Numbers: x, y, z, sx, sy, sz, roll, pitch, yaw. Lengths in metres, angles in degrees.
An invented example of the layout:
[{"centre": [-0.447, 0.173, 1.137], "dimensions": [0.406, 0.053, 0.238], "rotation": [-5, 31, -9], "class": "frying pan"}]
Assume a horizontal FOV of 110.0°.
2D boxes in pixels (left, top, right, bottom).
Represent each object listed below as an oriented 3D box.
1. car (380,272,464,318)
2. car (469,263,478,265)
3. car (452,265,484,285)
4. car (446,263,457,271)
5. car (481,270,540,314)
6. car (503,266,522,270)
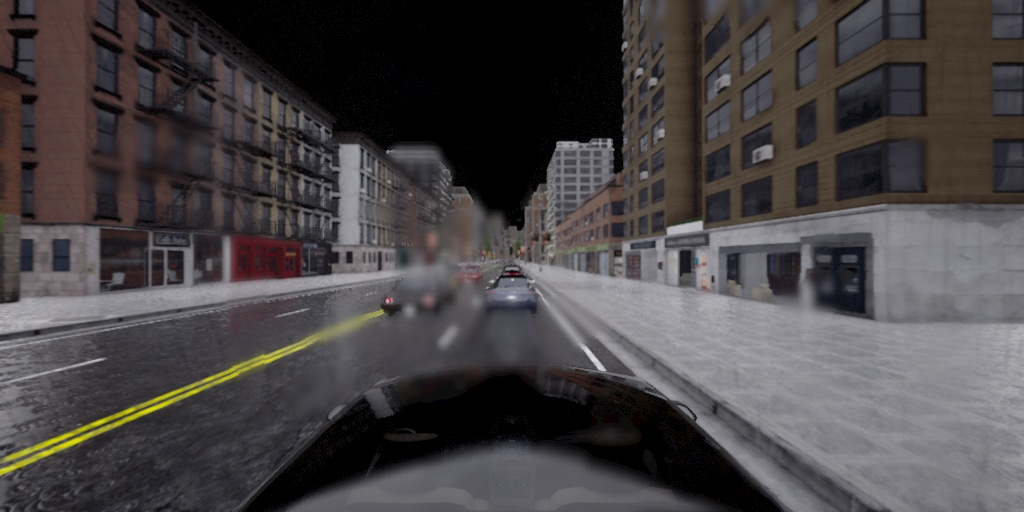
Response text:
[{"centre": [-3.215, 1.462, 13.563], "dimensions": [1.895, 1.301, 4.718], "rotation": [0, -1, 1], "class": "car"}, {"centre": [-6.540, 1.895, 60.070], "dimensions": [1.895, 1.301, 4.718], "rotation": [0, -1, 1], "class": "car"}, {"centre": [-3.215, 1.603, 28.561], "dimensions": [1.895, 1.301, 4.718], "rotation": [0, -1, 1], "class": "car"}, {"centre": [-9.792, 1.858, 60.085], "dimensions": [1.994, 1.385, 4.181], "rotation": [0, 0, 1], "class": "car"}, {"centre": [0.044, 1.434, 14.408], "dimensions": [1.994, 1.385, 4.181], "rotation": [0, 0, 1], "class": "car"}, {"centre": [0.038, 1.514, 29.187], "dimensions": [1.837, 1.490, 4.892], "rotation": [0, 0, 0], "class": "car"}]
